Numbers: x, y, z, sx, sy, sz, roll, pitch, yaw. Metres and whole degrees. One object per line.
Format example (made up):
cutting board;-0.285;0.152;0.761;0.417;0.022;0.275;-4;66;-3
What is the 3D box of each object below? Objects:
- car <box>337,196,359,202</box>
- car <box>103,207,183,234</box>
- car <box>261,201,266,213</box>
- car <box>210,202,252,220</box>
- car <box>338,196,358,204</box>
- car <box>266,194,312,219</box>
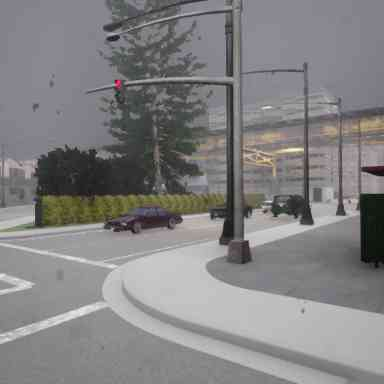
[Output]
car;31.951;1.364;68.006;4.536;1.218;1.853;0;0;-29
car;-2.728;1.602;20.050;2.033;1.411;5.357;-1;0;36
car;9.696;1.280;37.161;2.150;2.045;5.566;-1;0;36
car;3.393;1.534;28.497;1.882;1.535;5.008;-1;0;36
car;31.907;1.521;67.979;4.974;1.542;2.038;0;0;-29
car;9.037;1.244;30.016;2.150;2.045;5.566;-1;0;36
